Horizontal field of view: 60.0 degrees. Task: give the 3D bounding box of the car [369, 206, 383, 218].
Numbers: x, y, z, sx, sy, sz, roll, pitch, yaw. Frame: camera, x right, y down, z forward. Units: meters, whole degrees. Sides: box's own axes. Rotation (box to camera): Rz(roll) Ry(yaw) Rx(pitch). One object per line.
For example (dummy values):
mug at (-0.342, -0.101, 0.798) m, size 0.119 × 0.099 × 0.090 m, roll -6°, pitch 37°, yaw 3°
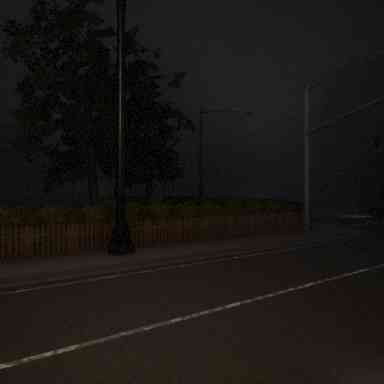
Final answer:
car at (17.368, 1.506, 27.690) m, size 1.837 × 1.490 × 4.892 m, roll 0°, pitch 0°, yaw -35°
